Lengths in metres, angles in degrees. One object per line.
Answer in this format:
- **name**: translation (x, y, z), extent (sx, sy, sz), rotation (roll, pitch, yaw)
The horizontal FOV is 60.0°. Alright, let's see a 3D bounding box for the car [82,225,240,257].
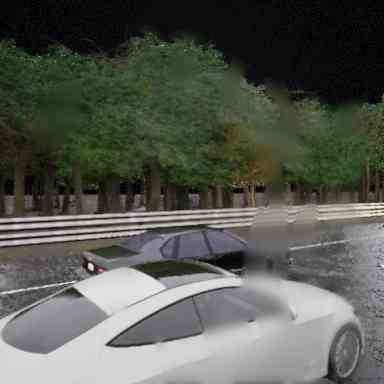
- **car**: translation (0.060, 1.524, 8.029), extent (5.357, 1.411, 2.033), rotation (0, 0, -35)

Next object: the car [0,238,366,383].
- **car**: translation (0.020, 1.515, 3.701), extent (4.674, 1.442, 1.812), rotation (0, 0, -35)
